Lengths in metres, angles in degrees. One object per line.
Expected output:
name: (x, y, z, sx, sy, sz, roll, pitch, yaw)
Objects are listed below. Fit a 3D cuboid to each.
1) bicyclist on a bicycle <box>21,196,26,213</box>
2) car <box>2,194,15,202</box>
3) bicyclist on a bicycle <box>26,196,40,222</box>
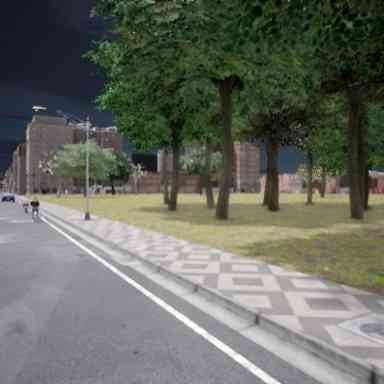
bicyclist on a bicycle: (-15.562, 1.181, 31.168, 0.866, 1.612, 1.509, 0, 0, -30)
car: (-33.380, 1.009, 60.584, 1.882, 1.535, 5.008, 0, 0, -30)
bicyclist on a bicycle: (-10.860, 1.179, 22.983, 0.659, 1.776, 1.843, 0, 0, -30)
